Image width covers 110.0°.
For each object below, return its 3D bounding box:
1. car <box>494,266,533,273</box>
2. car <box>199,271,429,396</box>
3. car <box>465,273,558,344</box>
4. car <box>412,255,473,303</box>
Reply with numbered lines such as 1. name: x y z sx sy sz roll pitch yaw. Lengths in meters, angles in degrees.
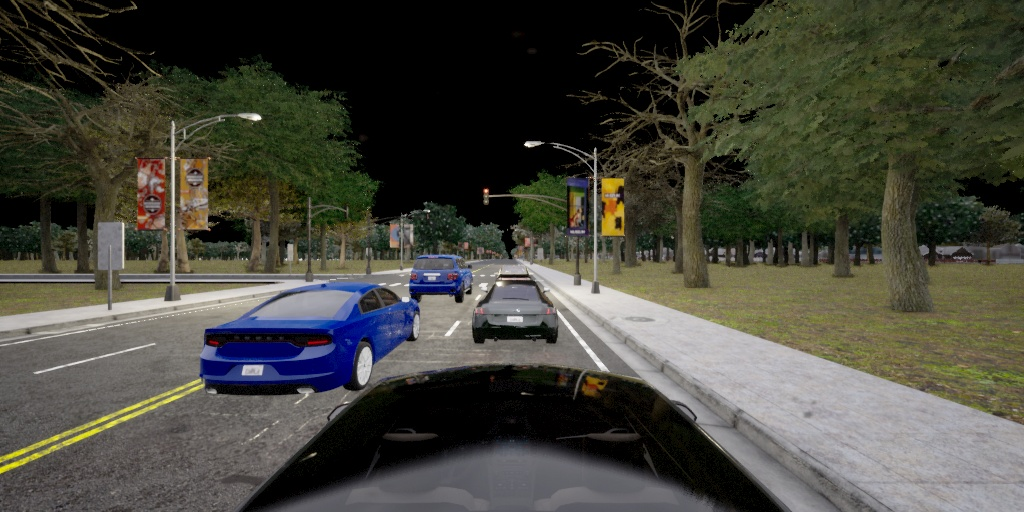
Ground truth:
1. car: 0.099 1.244 18.533 2.128 1.511 4.902 0 0 0
2. car: -3.150 1.228 6.805 1.882 1.535 5.008 0 0 0
3. car: 0.094 1.315 9.631 1.994 1.385 4.181 0 0 1
4. car: -3.151 0.974 16.791 2.150 2.045 5.566 0 0 0
